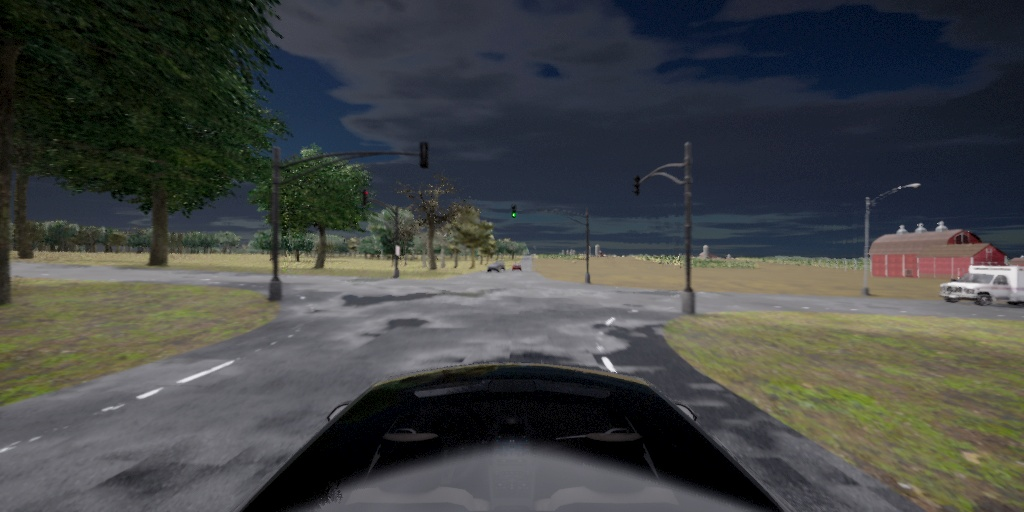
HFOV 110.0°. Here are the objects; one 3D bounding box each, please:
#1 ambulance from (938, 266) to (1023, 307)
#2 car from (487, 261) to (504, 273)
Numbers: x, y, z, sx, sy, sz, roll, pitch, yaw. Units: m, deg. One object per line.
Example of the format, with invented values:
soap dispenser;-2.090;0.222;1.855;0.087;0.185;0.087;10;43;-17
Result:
ambulance;29.829;1.837;21.493;6.366;2.431;2.351;2;0;4
car;-2.862;1.910;56.756;2.033;1.411;5.357;0;-1;2
